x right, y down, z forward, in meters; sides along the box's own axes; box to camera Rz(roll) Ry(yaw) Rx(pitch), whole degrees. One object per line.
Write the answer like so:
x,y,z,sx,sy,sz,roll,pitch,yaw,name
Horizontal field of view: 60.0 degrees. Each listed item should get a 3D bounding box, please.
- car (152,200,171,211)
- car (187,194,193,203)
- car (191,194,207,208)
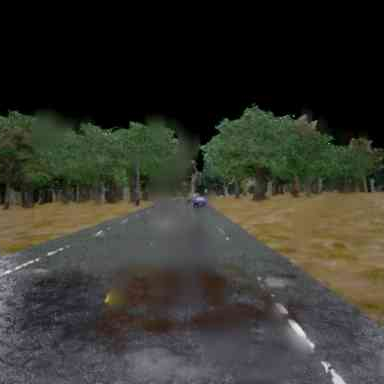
-3.641,1.617,40.254,1.895,1.301,4.718,0,0,0,car
-0.013,1.509,66.614,1.895,1.301,4.718,0,0,2,car
1.164,1.467,47.737,1.882,1.535,5.008,0,0,0,car
